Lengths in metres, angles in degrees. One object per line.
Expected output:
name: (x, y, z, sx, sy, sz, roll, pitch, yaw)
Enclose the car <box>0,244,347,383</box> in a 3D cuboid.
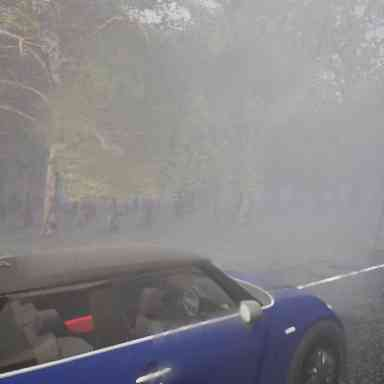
car: (-0.402, 1.352, 3.460, 4.553, 1.767, 2.097, 0, 0, -35)
